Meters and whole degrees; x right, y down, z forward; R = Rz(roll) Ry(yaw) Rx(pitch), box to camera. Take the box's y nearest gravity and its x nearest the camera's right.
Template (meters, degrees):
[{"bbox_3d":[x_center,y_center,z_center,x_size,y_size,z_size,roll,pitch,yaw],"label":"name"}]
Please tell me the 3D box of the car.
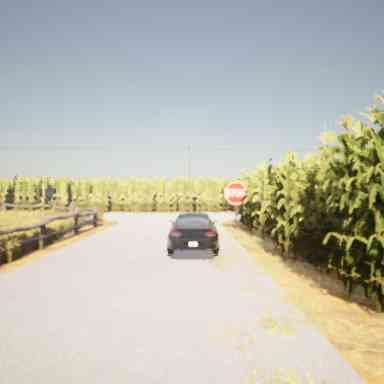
[{"bbox_3d":[0.057,1.516,13.005,1.812,1.442,4.674,0,0,1],"label":"car"}]
